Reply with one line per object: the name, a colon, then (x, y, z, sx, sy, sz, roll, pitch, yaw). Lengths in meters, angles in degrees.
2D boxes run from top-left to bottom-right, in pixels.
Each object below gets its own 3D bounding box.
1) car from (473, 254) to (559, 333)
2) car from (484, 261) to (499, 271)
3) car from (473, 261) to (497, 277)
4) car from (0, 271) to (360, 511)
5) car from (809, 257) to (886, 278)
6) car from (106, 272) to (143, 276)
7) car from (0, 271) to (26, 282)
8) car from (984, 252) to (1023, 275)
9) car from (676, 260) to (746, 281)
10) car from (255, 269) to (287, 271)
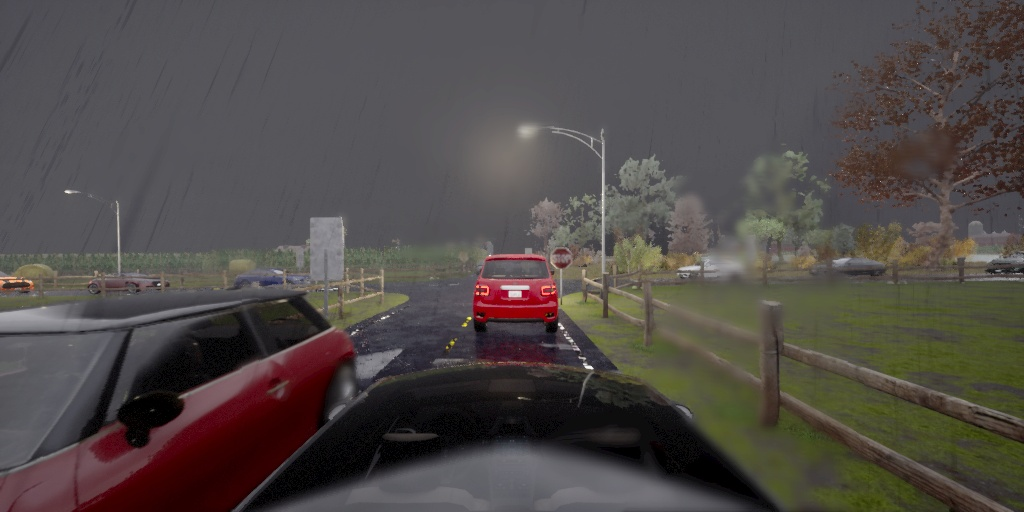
car: (0.150, 0.973, 10.942, 2.150, 2.045, 5.566, 0, 0, 2)
car: (-2.812, 1.396, 49.959, 1.895, 1.301, 4.718, 0, 0, 0)
car: (-2.770, 1.270, 37.645, 2.128, 1.511, 4.902, 0, 0, -1)
car: (-2.837, 1.102, 2.292, 2.097, 1.767, 4.553, 0, 0, 0)
car: (24.433, 0.829, 26.173, 4.674, 1.442, 1.812, -1, 0, 1)
car: (-25.782, 1.780, 24.203, 4.181, 1.385, 1.994, -1, 0, 1)
car: (-35.803, 1.759, 24.406, 4.553, 1.767, 2.097, -1, 0, 1)
car: (37.438, 0.433, 25.907, 4.553, 1.767, 2.097, -1, 0, 1)
car: (14.566, 1.001, 26.367, 4.674, 1.442, 1.812, -1, 0, 1)
car: (-15.864, 1.557, 23.968, 4.674, 1.442, 1.812, -1, 0, 3)
